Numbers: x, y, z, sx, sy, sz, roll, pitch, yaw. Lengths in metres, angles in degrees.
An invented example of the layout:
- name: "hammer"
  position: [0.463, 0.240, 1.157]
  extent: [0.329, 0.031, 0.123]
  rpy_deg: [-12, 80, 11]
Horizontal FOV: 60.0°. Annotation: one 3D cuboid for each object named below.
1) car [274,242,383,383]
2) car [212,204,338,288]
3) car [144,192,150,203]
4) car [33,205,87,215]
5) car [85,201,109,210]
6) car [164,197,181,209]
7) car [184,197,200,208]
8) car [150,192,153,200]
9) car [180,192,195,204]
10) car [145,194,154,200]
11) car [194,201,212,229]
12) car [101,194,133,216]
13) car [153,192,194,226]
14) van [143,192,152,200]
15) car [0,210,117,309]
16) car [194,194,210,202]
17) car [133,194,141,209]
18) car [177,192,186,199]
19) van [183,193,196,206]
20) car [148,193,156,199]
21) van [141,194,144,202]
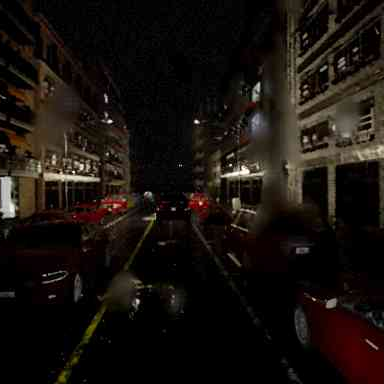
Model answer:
- name: "car"
  position: [2.422, 1.534, 3.360]
  extent: [1.802, 1.307, 4.206]
  rpy_deg: [-1, 0, -4]
- name: "car"
  position: [2.057, 1.235, 9.011]
  extent: [2.192, 1.841, 5.009]
  rpy_deg: [-1, 0, -4]
- name: "car"
  position: [-9.029, 1.159, 59.389]
  extent: [1.967, 1.590, 4.097]
  rpy_deg: [-1, 0, -4]
- name: "car"
  position: [-6.166, 1.518, 14.270]
  extent: [1.887, 1.381, 4.507]
  rpy_deg: [-1, 0, -4]
- name: "car"
  position: [-6.524, 1.486, 19.910]
  extent: [1.887, 1.381, 4.507]
  rpy_deg: [-1, 0, -4]
- name: "car"
  position: [-2.531, 1.319, 42.568]
  extent: [1.994, 1.385, 4.181]
  rpy_deg: [-1, 0, -4]
- name: "car"
  position: [-0.087, 1.310, 42.930]
  extent: [1.802, 1.307, 4.206]
  rpy_deg: [-1, 0, -4]
- name: "car"
  position: [-9.742, 1.206, 70.669]
  extent: [2.008, 1.369, 4.403]
  rpy_deg: [-1, 0, -4]
- name: "car"
  position: [-0.810, 0.979, 54.234]
  extent: [2.192, 1.841, 5.009]
  rpy_deg: [-1, 0, -4]
- name: "car"
  position: [-10.456, 1.158, 81.949]
  extent: [1.947, 1.339, 4.313]
  rpy_deg: [-1, 0, -4]
- name: "car"
  position: [1.347, 1.437, 20.318]
  extent: [1.802, 1.307, 4.206]
  rpy_deg: [-1, 0, -4]
- name: "car"
  position: [-7.244, 1.192, 31.188]
  extent: [2.192, 1.841, 5.009]
  rpy_deg: [-1, 0, -4]
- name: "car"
  position: [-1.268, 1.093, 22.506]
  extent: [2.150, 2.045, 5.566]
  rpy_deg: [-1, 1, -4]
- name: "van"
  position: [-10.104, 0.965, 76.308]
  extent: [1.690, 1.788, 3.998]
  rpy_deg: [-1, 0, -4]
- name: "car"
  position: [-3.296, 1.459, 8.148]
  extent: [1.882, 1.535, 5.008]
  rpy_deg: [-1, 0, -4]
- name: "car"
  position: [0.624, 1.107, 31.622]
  extent: [2.192, 1.841, 5.009]
  rpy_deg: [-1, 0, -4]
- name: "car"
  position: [-7.944, 1.340, 42.300]
  extent: [1.752, 1.417, 4.829]
  rpy_deg: [-1, 0, -4]
- name: "car"
  position: [-2.599, 0.946, 82.500]
  extent: [1.967, 1.590, 4.097]
  rpy_deg: [-1, 0, -4]
- name: "van"
  position: [-0.451, 1.037, 48.581]
  extent: [1.690, 1.788, 3.998]
  rpy_deg: [-1, 0, -4]
- name: "car"
  position: [-11.162, 1.055, 93.059]
  extent: [1.752, 1.417, 4.829]
  rpy_deg: [-1, 0, -4]
- name: "van"
  position: [-8.316, 1.123, 48.108]
  extent: [1.690, 1.788, 3.998]
  rpy_deg: [-1, 0, -4]
